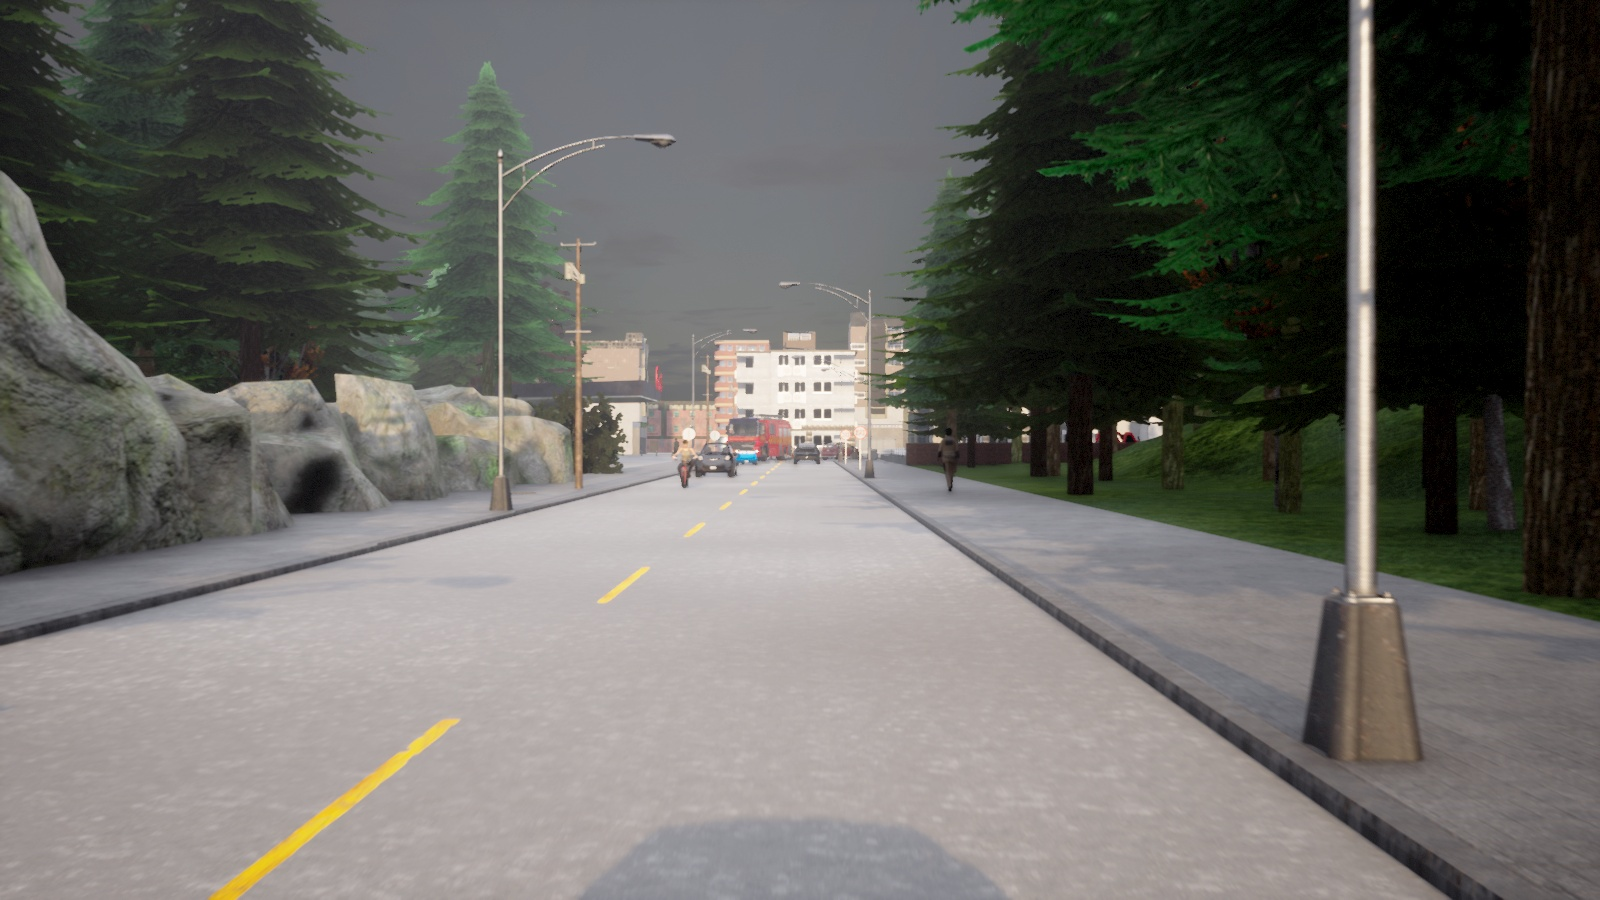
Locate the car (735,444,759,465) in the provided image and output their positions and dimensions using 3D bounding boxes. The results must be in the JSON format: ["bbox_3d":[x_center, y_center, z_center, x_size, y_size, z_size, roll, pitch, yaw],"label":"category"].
[{"bbox_3d":[-3.538,0.325,83.828,1.481,1.376,2.207,0,0,0],"label":"car"}]

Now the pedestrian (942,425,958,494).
[{"bbox_3d":[4.247,0.260,35.459,0.396,1.930,0.692,0,0,3],"label":"pedestrian"}]

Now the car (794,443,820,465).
[{"bbox_3d":[0.484,0.249,89.127,1.837,1.490,4.892,0,0,0],"label":"car"}]

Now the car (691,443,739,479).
[{"bbox_3d":[-3.670,0.449,54.829,1.845,1.501,3.633,0,0,0],"label":"car"}]

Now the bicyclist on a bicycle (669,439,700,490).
[{"bbox_3d":[-3.746,0.450,40.811,0.866,1.612,1.509,0,0,1],"label":"bicyclist on a bicycle"}]
